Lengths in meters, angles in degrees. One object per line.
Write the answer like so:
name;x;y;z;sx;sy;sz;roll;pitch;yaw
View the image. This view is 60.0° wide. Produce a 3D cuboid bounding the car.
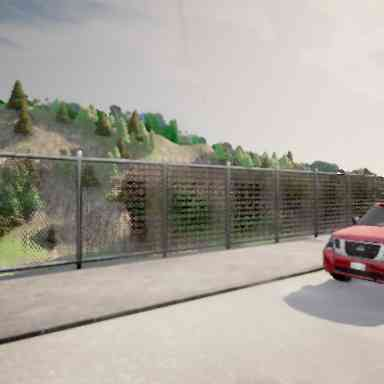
car;5.798;1.236;8.715;5.566;2.045;2.150;0;0;-36
